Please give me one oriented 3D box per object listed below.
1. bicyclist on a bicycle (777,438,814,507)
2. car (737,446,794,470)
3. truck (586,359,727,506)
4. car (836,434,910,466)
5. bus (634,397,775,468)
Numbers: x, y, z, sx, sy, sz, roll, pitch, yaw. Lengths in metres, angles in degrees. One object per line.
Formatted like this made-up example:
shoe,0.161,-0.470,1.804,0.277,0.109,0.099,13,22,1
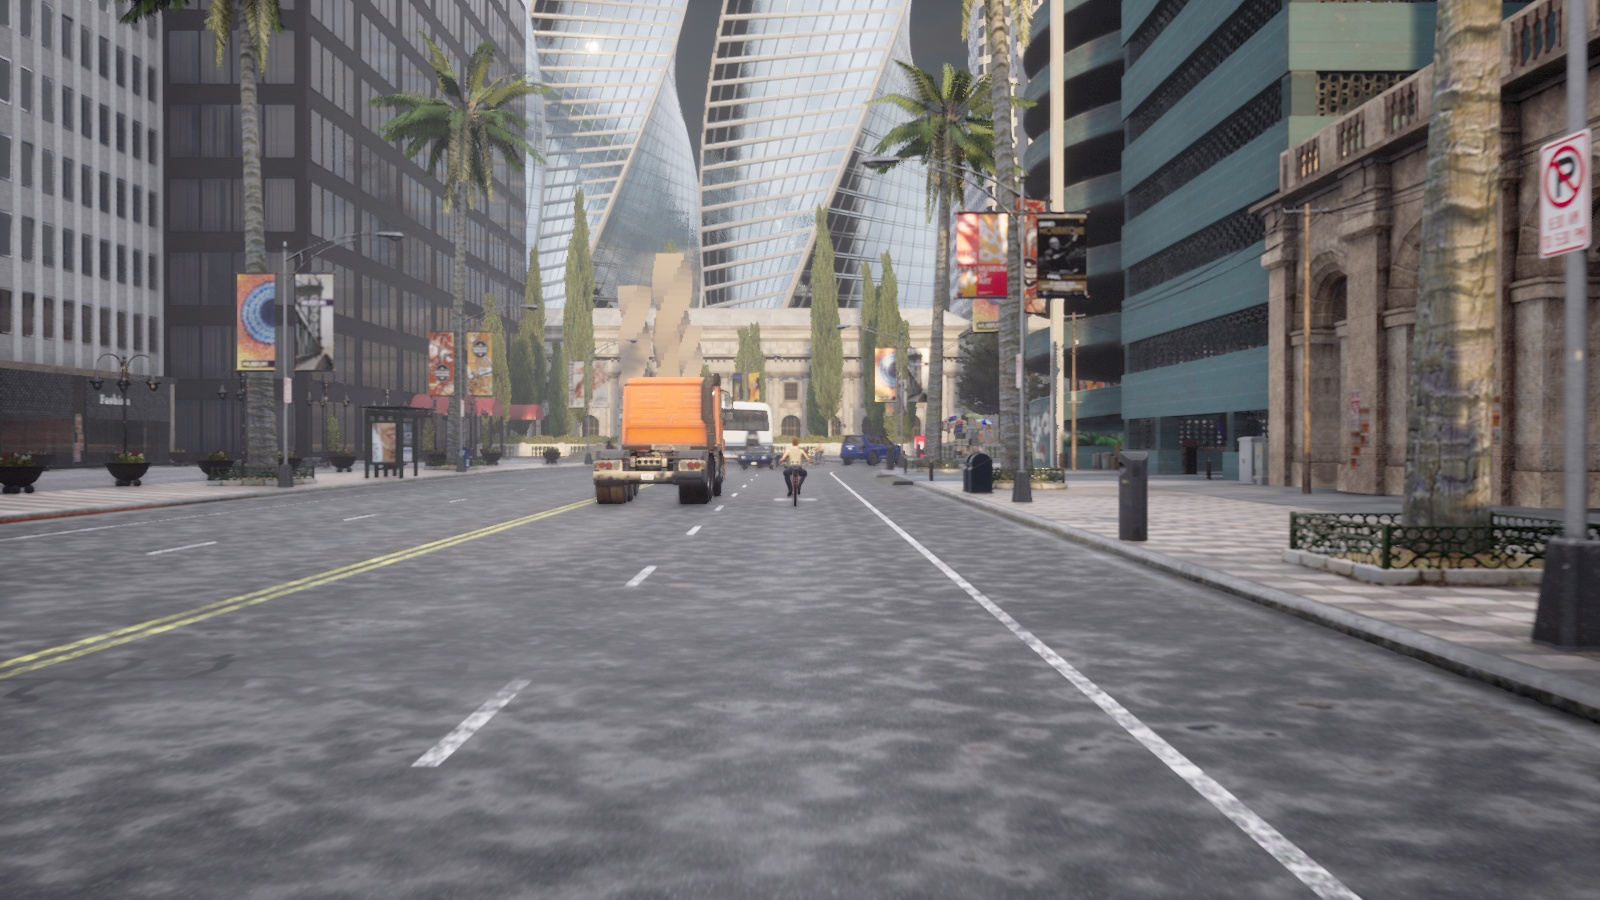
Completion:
bicyclist on a bicycle,-0.108,0.514,29.999,0.866,1.612,1.509,0,0,0
car,-1.930,0.440,71.912,1.895,1.301,4.718,0,0,16
truck,-3.619,-0.428,33.587,2.891,3.462,7.936,0,0,0
car,4.962,-0.007,84.550,2.150,2.045,5.566,0,0,38
bus,-5.937,-1.089,80.661,3.944,4.253,10.273,0,0,30
